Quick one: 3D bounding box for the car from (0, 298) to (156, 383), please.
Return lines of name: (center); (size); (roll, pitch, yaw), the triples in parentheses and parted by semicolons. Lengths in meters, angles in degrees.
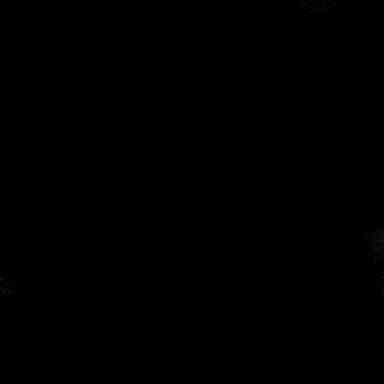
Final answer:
car: (-2.498, 1.504, 1.587); (4.892, 1.490, 1.837); (0, 0, -36)
